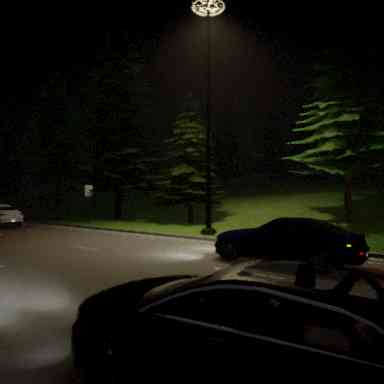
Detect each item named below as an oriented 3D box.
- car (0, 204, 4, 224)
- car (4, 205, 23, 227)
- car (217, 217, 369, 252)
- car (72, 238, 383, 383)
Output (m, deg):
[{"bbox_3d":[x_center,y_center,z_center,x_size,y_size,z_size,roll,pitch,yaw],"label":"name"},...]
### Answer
[{"bbox_3d":[-12.195,1.227,16.989,5.566,2.045,2.150,0,0,35],"label":"car"},{"bbox_3d":[-12.832,1.532,21.727,4.674,1.442,1.812,0,0,35],"label":"car"},{"bbox_3d":[2.944,1.526,10.490,4.674,1.442,1.812,0,0,35],"label":"car"},{"bbox_3d":[0.741,1.492,3.462,4.902,1.511,2.128,0,0,36],"label":"car"}]
